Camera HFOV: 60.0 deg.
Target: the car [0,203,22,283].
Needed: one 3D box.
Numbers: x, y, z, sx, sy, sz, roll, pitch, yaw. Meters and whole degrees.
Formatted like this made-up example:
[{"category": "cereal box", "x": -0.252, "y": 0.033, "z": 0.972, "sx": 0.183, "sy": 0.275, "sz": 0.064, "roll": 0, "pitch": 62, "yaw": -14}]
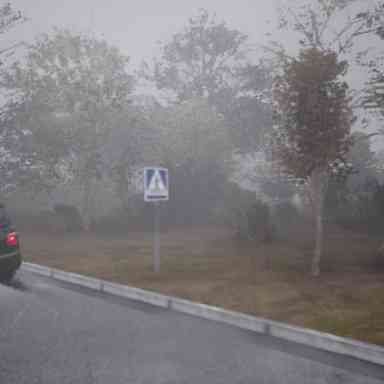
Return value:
[{"category": "car", "x": -6.508, "y": 1.202, "z": 8.361, "sx": 5.566, "sy": 2.045, "sz": 2.150, "roll": 0, "pitch": 0, "yaw": 36}]
